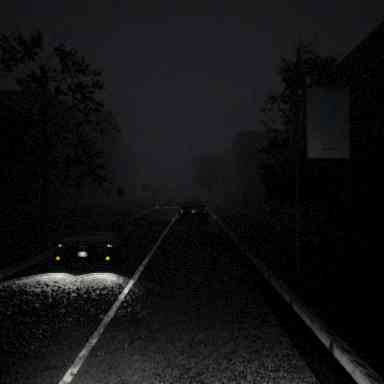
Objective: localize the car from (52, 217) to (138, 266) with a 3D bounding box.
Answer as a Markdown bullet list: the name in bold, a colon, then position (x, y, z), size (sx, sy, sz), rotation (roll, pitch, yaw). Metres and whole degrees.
- **car**: position (-3.103, 1.573, 11.421), size (1.994, 1.385, 4.181), rotation (0, 0, 0)

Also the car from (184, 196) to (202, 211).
- **car**: position (0.090, 1.384, 41.724), size (2.097, 1.767, 4.553), rotation (0, 0, 0)

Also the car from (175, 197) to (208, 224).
- **car**: position (0.091, 1.372, 24.902), size (2.097, 1.767, 4.553), rotation (0, 0, 0)

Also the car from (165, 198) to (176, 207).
- **car**: position (-3.127, 1.587, 52.668), size (2.033, 1.411, 5.357), rotation (0, 0, 0)
